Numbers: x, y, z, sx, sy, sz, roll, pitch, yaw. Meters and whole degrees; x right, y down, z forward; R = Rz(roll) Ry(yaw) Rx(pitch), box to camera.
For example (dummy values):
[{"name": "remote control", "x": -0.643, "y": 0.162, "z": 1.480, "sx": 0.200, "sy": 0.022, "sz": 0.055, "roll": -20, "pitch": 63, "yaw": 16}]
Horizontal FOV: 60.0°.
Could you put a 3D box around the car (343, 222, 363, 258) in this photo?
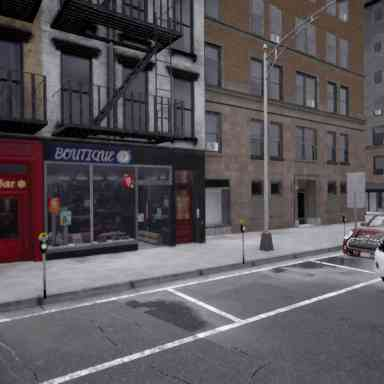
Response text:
[{"name": "car", "x": 7.043, "y": 1.442, "z": 11.592, "sx": 4.097, "sy": 1.590, "sz": 1.967, "roll": 0, "pitch": -1, "yaw": -36}]

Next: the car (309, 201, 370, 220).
[{"name": "car", "x": 13.923, "y": 1.664, "z": 31.702, "sx": 1.882, "sy": 1.535, "sz": 5.008, "roll": -1, "pitch": 0, "yaw": -37}]

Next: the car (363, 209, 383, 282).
[{"name": "car", "x": 6.792, "y": 1.224, "z": 8.192, "sx": 5.566, "sy": 2.045, "sz": 2.150, "roll": 0, "pitch": 0, "yaw": -35}]
